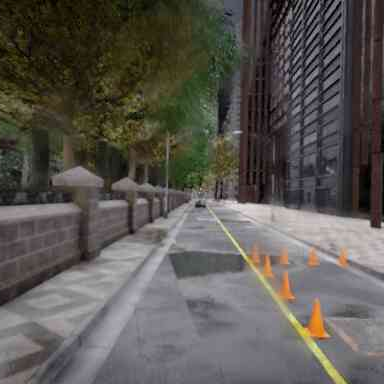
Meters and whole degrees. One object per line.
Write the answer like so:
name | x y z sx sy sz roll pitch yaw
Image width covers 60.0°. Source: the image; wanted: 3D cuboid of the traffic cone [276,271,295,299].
traffic cone | 2.129 2.090 7.579 0.340 0.580 0.340 2 -1 1

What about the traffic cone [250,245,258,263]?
traffic cone | 2.214 2.129 11.578 0.340 0.580 0.340 2 -1 1

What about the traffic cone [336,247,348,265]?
traffic cone | 5.212 2.214 11.514 0.340 0.580 0.340 2 -1 1

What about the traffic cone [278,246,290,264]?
traffic cone | 3.213 2.157 11.556 0.340 0.580 0.340 2 -1 1

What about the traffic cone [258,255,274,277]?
traffic cone | 2.172 2.110 9.578 0.340 0.580 0.340 2 -1 1

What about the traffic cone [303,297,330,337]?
traffic cone | 2.087 2.070 5.579 0.340 0.580 0.340 2 -1 1

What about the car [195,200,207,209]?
car | 1.443 2.048 56.101 1.882 1.535 5.008 2 -1 1

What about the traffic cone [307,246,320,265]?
traffic cone | 4.212 2.186 11.535 0.340 0.580 0.340 2 -1 1
